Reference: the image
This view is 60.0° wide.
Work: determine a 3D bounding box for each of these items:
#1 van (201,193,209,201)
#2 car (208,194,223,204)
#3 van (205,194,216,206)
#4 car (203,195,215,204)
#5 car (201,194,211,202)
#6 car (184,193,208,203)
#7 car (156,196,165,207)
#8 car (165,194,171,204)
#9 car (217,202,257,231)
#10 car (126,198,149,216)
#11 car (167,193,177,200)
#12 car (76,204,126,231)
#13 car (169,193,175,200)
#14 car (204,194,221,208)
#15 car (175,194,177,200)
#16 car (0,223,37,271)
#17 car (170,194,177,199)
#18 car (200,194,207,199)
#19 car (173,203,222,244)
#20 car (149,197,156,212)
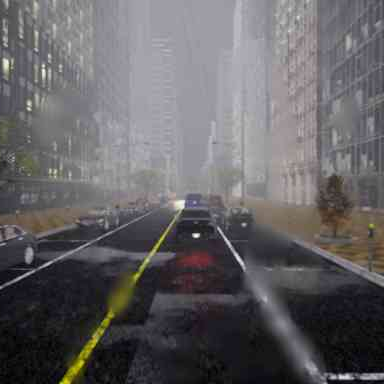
[{"bbox_3d":[3.090,1.161,76.809,1.690,1.788,3.998,-1,0,0],"label":"van"},{"bbox_3d":[2.906,1.217,42.708,2.192,1.841,5.009,-1,0,0],"label":"car"},{"bbox_3d":[2.968,1.217,54.075,1.690,1.788,3.998,-1,0,0],"label":"van"},{"bbox_3d":[3.000,1.302,59.759,1.967,1.590,4.097,-1,0,0],"label":"car"},{"bbox_3d":[3.060,1.274,71.126,1.967,1.590,4.097,-1,0,0],"label":"car"},{"bbox_3d":[0.289,1.140,35.760,2.150,2.045,5.566,0,0,0],"label":"car"},{"bbox_3d":[-5.442,1.415,48.267,1.752,1.417,4.829,-1,0,0],"label":"car"},{"bbox_3d":[-5.380,1.428,59.804,1.947,1.339,4.313,-1,0,0],"label":"car"},{"bbox_3d":[2.787,1.505,19.974,2.008,1.369,4.403,-1,0,0],"label":"car"},{"bbox_3d":[-5.533,1.511,31.386,1.802,1.307,4.206,-1,0,0],"label":"car"},{"bbox_3d":[-5.229,1.107,88.222,2.192,1.841,5.009,-1,0,0],"label":"car"},{"bbox_3d":[-5.594,1.505,20.019,2.008,1.369,4.403,-1,0,0],"label":"car"},{"bbox_3d":[-5.319,1.385,71.172,2.008,1.369,4.403,-1,0,0],"label":"car"},{"bbox_3d":[2.937,1.204,48.392,2.192,1.841,5.009,-1,0,0],"label":"car"},{"bbox_3d":[-5.258,1.246,82.538,1.967,1.590,4.097,-1,0,0],"label":"car"},{"bbox_3d":[-5.655,1.531,8.652,2.008,1.369,4.403,-1,0,0],"label":"car"},{"bbox_3d":[-5.197,1.359,93.906,1.802,1.307,4.206,-1,0,0],"label":"car"},{"bbox_3d":[3.184,1.328,93.861,2.008,1.369,4.403,-1,0,0],"label":"car"},{"bbox_3d":[0.179,1.469,15.679,1.837,1.490,4.892,0,0,0],"label":"car"},{"bbox_3d":[-5.503,1.356,37.069,1.967,1.590,4.097,-1,0,0],"label":"car"}]
